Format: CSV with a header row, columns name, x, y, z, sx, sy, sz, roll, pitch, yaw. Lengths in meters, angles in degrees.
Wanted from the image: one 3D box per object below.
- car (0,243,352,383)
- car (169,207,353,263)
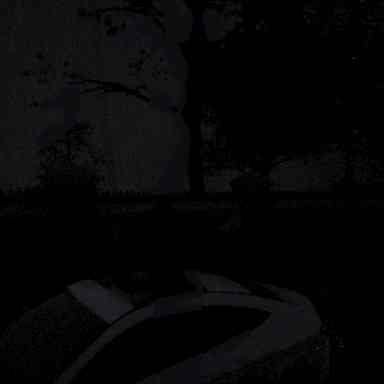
name,x,y,z,sx,sy,sz,roll,pitch,yaw
car,-0.655,1.526,2.908,4.674,1.442,1.812,0,0,-35
car,1.778,1.315,7.824,5.009,1.841,2.192,0,0,-35
